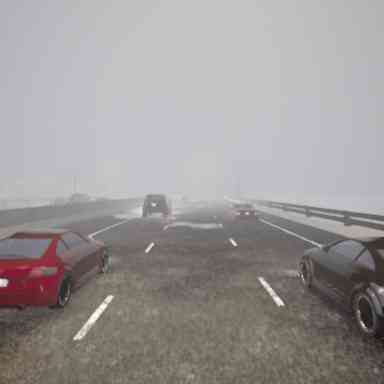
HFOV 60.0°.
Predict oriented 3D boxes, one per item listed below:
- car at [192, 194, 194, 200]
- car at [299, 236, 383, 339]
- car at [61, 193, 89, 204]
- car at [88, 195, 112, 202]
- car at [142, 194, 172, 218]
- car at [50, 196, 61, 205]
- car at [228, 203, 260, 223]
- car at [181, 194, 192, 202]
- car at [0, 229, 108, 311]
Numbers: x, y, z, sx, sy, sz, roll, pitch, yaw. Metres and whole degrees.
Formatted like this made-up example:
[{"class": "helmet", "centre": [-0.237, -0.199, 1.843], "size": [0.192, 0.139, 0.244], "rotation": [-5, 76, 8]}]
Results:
[{"class": "car", "centre": [-1.116, 1.531, 89.772], "size": [1.812, 1.442, 4.674], "rotation": [0, 0, 3]}, {"class": "car", "centre": [3.625, 1.553, 6.559], "size": [1.994, 1.385, 4.181], "rotation": [0, 0, 0]}, {"class": "car", "centre": [-16.837, 1.170, 49.435], "size": [2.150, 2.045, 5.566], "rotation": [0, 0, 2]}, {"class": "car", "centre": [-13.336, 1.428, 49.419], "size": [1.882, 1.535, 5.008], "rotation": [0, 0, 2]}, {"class": "car", "centre": [-3.112, 1.183, 30.300], "size": [2.150, 2.045, 5.566], "rotation": [0, 0, 1]}, {"class": "car", "centre": [-20.262, 1.438, 51.442], "size": [2.128, 1.511, 4.902], "rotation": [0, 0, 2]}, {"class": "car", "centre": [3.802, 1.515, 25.107], "size": [2.033, 1.411, 5.357], "rotation": [0, 0, 1]}, {"class": "car", "centre": [-1.657, 1.491, 78.818], "size": [1.837, 1.490, 4.892], "rotation": [0, 0, 3]}, {"class": "car", "centre": [-3.370, 1.548, 7.804], "size": [1.994, 1.385, 4.181], "rotation": [0, 0, 0]}]
